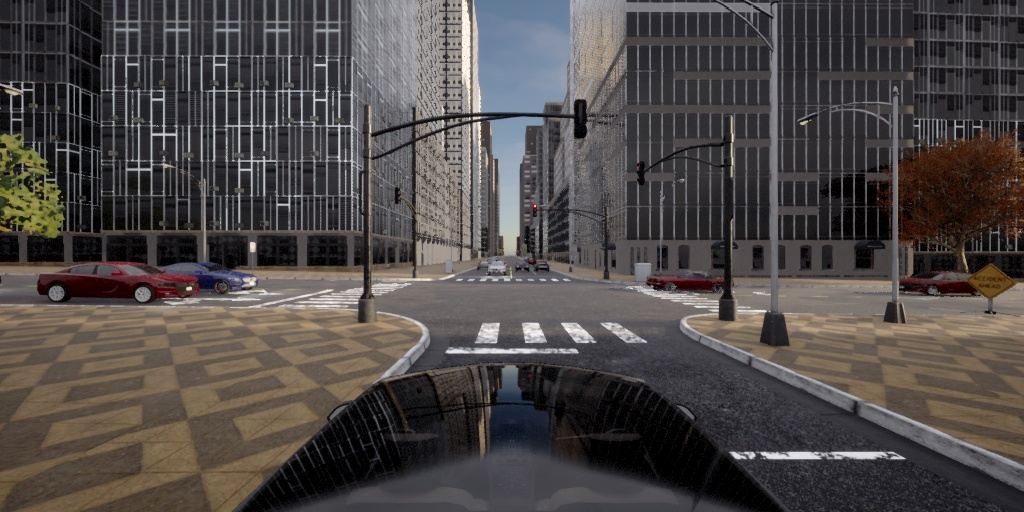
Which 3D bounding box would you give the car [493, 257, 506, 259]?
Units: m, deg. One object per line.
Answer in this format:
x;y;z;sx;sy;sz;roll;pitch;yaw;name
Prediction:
-1.679;1.109;60.334;2.097;1.767;4.553;0;0;0;car

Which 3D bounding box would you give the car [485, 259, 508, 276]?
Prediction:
-1.560;1.293;38.321;1.812;1.442;4.674;0;0;0;car

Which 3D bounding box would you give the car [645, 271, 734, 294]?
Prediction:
10.812;1.571;22.091;4.718;1.301;1.895;1;0;-3;car

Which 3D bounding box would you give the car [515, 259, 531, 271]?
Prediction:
1.325;1.363;48.344;1.895;1.301;4.718;0;0;0;car

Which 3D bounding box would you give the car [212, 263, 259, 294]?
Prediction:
-14.975;1.026;17.396;4.674;1.442;1.812;1;0;-1;car

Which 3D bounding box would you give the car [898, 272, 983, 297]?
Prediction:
27.258;1.743;22.881;5.008;1.535;1.882;1;0;-3;car

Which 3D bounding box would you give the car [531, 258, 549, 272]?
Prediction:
3.850;1.329;46.719;1.948;1.339;4.313;0;0;0;car

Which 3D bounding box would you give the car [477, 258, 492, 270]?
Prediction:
-4.113;1.343;52.197;1.802;1.307;4.207;0;0;0;car

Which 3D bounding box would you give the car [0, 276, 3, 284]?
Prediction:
-27.101;0.841;16.815;4.181;1.385;1.994;1;0;-3;car

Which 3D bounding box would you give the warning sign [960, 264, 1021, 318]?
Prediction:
17.258;1.204;12.940;1.060;1.860;1.300;0;0;-3;warning sign

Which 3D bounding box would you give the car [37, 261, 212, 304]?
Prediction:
-15.286;0.973;14.124;5.008;1.535;1.882;1;0;-2;car
